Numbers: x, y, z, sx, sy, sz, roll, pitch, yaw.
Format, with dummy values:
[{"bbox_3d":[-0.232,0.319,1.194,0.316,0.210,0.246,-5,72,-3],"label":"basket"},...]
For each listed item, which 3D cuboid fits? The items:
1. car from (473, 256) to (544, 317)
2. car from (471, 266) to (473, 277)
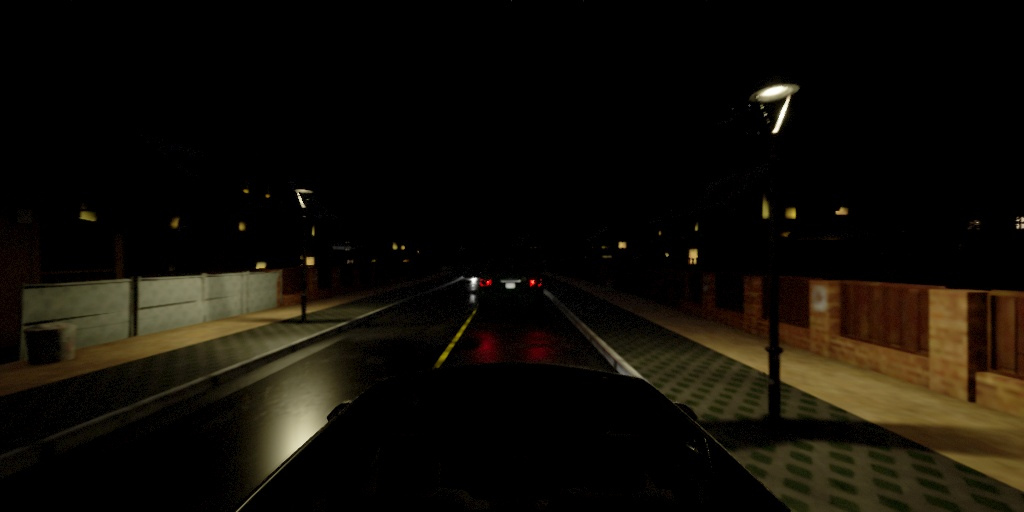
[{"bbox_3d":[0.057,1.028,13.686,2.150,2.045,5.566,0,0,2],"label":"car"},{"bbox_3d":[-3.272,1.465,38.202,1.837,1.490,4.892,0,-1,-3],"label":"car"}]
